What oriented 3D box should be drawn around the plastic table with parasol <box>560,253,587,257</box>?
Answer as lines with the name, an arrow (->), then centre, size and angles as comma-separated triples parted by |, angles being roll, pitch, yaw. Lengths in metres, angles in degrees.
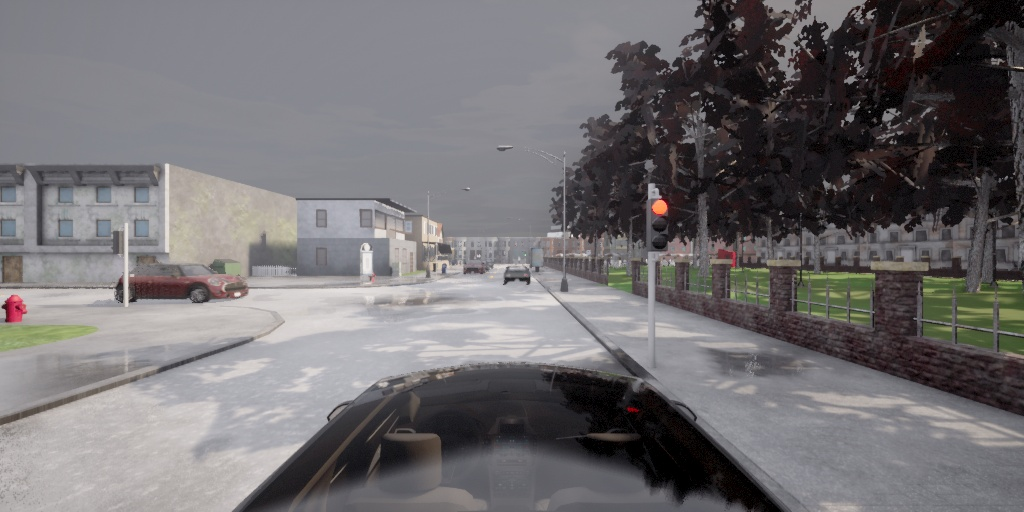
plastic table with parasol -> 9.959, 0.684, 57.767 | 2.482, 2.480, 2.482 | 0, 0, -40

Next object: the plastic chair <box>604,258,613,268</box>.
plastic chair -> 14.306, 1.306, 54.128 | 0.730, 1.272, 0.750 | 0, 0, -35

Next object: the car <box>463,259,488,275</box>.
car -> -4.108, 1.102, 39.537 | 2.097, 1.767, 4.553 | 0, 0, 0

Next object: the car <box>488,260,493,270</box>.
car -> -4.108, 1.297, 49.052 | 2.033, 1.411, 5.357 | 0, 0, 0

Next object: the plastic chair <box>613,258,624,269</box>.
plastic chair -> 16.012, 1.296, 54.032 | 0.750, 1.272, 0.730 | 0, 0, -40

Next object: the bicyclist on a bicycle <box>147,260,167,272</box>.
bicyclist on a bicycle -> -23.866, 1.098, 24.154 | 0.582, 1.620, 1.656 | 0, 0, 0

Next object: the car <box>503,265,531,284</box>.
car -> 0.328, 1.351, 26.624 | 1.895, 1.301, 4.718 | 0, 0, 0

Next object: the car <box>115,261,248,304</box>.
car -> -14.332, 1.102, 15.773 | 4.553, 1.767, 2.097 | 0, 0, 0

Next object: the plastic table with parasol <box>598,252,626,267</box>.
plastic table with parasol -> 15.279, 0.694, 55.030 | 2.482, 2.480, 2.482 | 0, 0, -40

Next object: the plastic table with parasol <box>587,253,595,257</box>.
plastic table with parasol -> 14.655, 0.673, 63.244 | 2.482, 2.480, 2.482 | 0, 0, -42
